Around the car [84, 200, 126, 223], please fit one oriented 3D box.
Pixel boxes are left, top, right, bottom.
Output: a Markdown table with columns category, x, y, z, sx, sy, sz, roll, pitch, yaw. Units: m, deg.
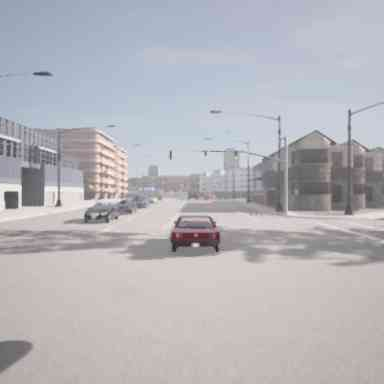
| category | x | y | z | sx | sy | sz | roll | pitch | yaw |
| --- | --- | --- | --- | --- | --- | --- | --- | --- | --- |
| car | -7.019 | 1.544 | 26.256 | 2.128 | 1.511 | 4.902 | 0 | 0 | 0 |

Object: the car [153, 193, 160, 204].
| category | x | y | z | sx | sy | sz | roll | pitch | yaw |
| --- | --- | --- | --- | --- | --- | --- | --- | --- | --- |
| car | -6.837 | 1.278 | 54.924 | 1.895 | 1.301 | 4.718 | 0 | 1 | 0 |

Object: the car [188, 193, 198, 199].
| category | x | y | z | sx | sy | sz | roll | pitch | yaw |
| --- | --- | --- | --- | --- | --- | --- | --- | --- | --- |
| car | 0.235 | 0.964 | 79.471 | 2.128 | 1.511 | 4.902 | 0 | -1 | 0 |

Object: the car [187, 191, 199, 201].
| category | x | y | z | sx | sy | sz | roll | pitch | yaw |
| --- | --- | --- | --- | --- | --- | --- | --- | --- | --- |
| car | 0.205 | 0.743 | 69.073 | 2.150 | 2.045 | 5.566 | 0 | 0 | 0 |

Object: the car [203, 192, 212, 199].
| category | x | y | z | sx | sy | sz | roll | pitch | yaw |
| --- | --- | --- | --- | --- | --- | --- | --- | --- | --- |
| car | 3.735 | 0.922 | 79.462 | 1.882 | 1.535 | 5.008 | 0 | -1 | 0 |

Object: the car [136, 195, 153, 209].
| category | x | y | z | sx | sy | sz | roll | pitch | yaw |
| --- | --- | --- | --- | --- | --- | --- | --- | --- | --- |
| car | -6.910 | 1.254 | 44.766 | 2.097 | 1.767 | 4.553 | 0 | 1 | 1 |

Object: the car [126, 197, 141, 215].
| category | x | y | z | sx | sy | sz | roll | pitch | yaw |
| --- | --- | --- | --- | --- | --- | --- | --- | --- | --- |
| car | -6.981 | 1.556 | 35.510 | 1.812 | 1.442 | 4.674 | 0 | 1 | 0 |

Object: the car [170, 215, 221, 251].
| category | x | y | z | sx | sy | sz | roll | pitch | yaw |
| --- | --- | --- | --- | --- | --- | --- | --- | --- | --- |
| car | 0.144 | 1.646 | 14.335 | 1.895 | 1.301 | 4.718 | 0 | 0 | 0 |

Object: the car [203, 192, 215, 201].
| category | x | y | z | sx | sy | sz | roll | pitch | yaw |
| --- | --- | --- | --- | --- | --- | --- | --- | --- | --- |
| car | 3.705 | 0.878 | 69.417 | 2.097 | 1.767 | 4.553 | 0 | 0 | 0 |

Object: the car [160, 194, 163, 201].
| category | x | y | z | sx | sy | sz | roll | pitch | yaw |
| --- | --- | --- | --- | --- | --- | --- | --- | --- | --- |
| car | -6.807 | 1.035 | 65.234 | 1.837 | 1.490 | 4.892 | 0 | 0 | 0 |
